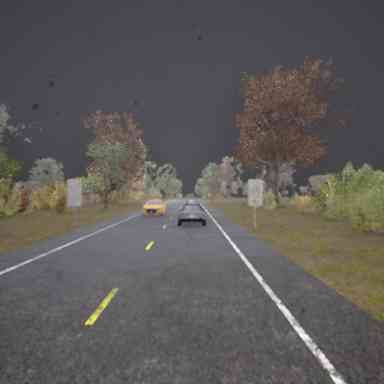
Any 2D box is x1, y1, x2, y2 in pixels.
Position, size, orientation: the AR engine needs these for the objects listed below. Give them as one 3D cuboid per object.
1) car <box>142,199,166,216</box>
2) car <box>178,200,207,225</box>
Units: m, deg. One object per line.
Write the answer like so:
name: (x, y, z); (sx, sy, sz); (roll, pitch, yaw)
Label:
car: (-3.558, 1.456, 31.919); (1.882, 1.535, 5.008); (0, 0, 1)
car: (0.018, 1.540, 23.843); (1.994, 1.385, 4.181); (0, 0, 0)
